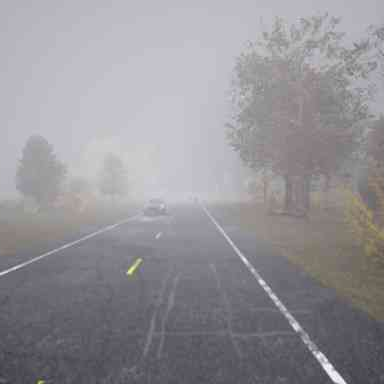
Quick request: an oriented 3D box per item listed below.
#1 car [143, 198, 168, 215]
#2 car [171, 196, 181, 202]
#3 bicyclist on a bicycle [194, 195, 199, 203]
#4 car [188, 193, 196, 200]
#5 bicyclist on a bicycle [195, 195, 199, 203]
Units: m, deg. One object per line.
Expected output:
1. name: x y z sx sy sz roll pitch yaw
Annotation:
1. car: -3.593 1.380 33.447 2.097 1.767 4.553 0 0 0
2. car: -3.503 1.493 74.788 1.994 1.385 4.181 0 0 0
3. bicyclist on a bicycle: 0.962 1.480 70.968 0.866 1.612 1.509 0 0 0
4. car: -0.003 1.540 86.892 1.895 1.301 4.718 0 0 0
5. bicyclist on a bicycle: 0.955 1.478 61.816 0.866 1.612 1.509 0 0 0
